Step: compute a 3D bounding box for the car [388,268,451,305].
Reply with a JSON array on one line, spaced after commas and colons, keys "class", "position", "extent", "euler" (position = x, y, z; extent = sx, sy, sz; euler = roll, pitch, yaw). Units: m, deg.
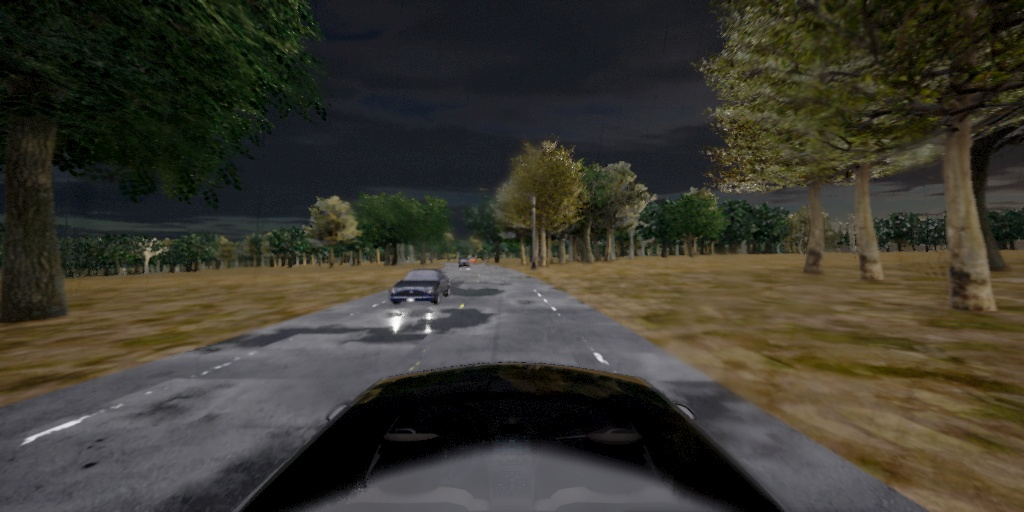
[{"class": "car", "position": [-3.911, 1.274, 16.182], "extent": [2.033, 1.411, 5.357], "euler": [0, 0, -2]}]

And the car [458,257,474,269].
[{"class": "car", "position": [-7.626, 1.252, 57.554], "extent": [2.033, 1.411, 5.357], "euler": [0, 0, -7]}]
